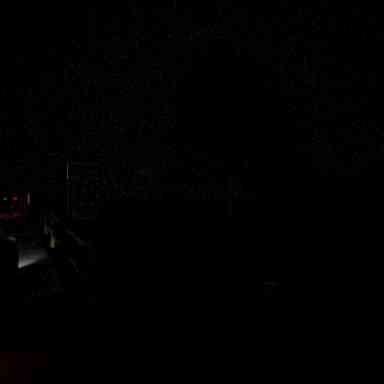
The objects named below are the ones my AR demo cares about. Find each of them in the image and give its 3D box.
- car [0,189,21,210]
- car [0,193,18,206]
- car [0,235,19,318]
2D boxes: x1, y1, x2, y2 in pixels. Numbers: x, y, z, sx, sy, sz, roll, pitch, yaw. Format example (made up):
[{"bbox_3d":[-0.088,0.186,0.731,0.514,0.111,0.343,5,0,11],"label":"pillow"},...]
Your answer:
[{"bbox_3d":[-18.383,0.692,33.029,2.150,2.045,5.566,0,1,-28],"label":"car"},{"bbox_3d":[-23.405,0.874,42.507,2.033,1.411,5.357,0,1,-28],"label":"car"},{"bbox_3d":[-4.577,1.446,6.613,1.994,1.385,4.181,0,1,-28],"label":"car"}]
